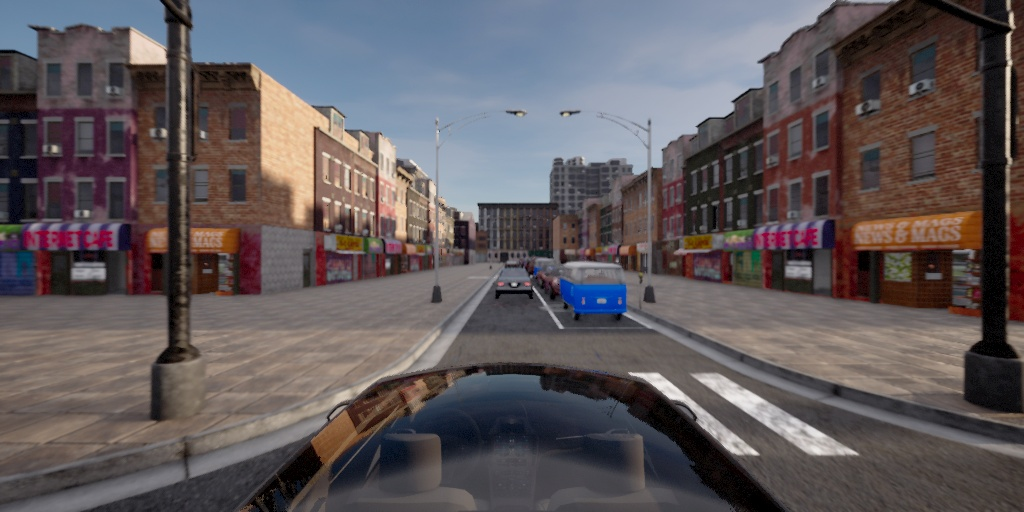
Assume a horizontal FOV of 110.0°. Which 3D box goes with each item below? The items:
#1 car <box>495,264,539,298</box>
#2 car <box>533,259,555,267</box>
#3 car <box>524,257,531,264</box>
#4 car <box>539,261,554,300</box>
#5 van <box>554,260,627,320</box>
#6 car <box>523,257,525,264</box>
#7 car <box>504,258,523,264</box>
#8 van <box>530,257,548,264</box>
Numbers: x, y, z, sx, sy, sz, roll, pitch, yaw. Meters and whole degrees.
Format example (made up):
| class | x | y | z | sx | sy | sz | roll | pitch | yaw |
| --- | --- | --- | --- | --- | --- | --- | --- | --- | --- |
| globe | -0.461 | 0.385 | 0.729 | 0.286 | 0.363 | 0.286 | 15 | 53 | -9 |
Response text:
| class | x | y | z | sx | sy | sz | roll | pitch | yaw |
| --- | --- | --- | --- | --- | --- | --- | --- | --- | --- |
| car | 0.100 | 1.304 | 18.338 | 2.033 | 1.411 | 5.357 | 0 | 0 | 0 |
| car | 2.635 | 1.201 | 23.333 | 1.967 | 1.591 | 4.097 | 0 | 0 | 0 |
| car | 2.633 | 1.087 | 34.280 | 2.192 | 1.841 | 5.009 | 0 | 0 | 0 |
| car | 2.636 | 1.197 | 17.857 | 1.967 | 1.591 | 4.097 | 0 | 0 | 0 |
| van | 2.636 | 1.094 | 12.382 | 1.690 | 1.789 | 3.998 | 0 | 0 | 0 |
| car | 2.632 | 1.100 | 45.234 | 2.192 | 1.841 | 5.009 | 0 | 0 | 0 |
| car | 0.016 | 1.261 | 44.446 | 1.882 | 1.535 | 5.008 | 0 | 0 | 0 |
| van | 2.634 | 1.107 | 28.808 | 1.690 | 1.789 | 3.998 | 0 | 0 | 0 |
